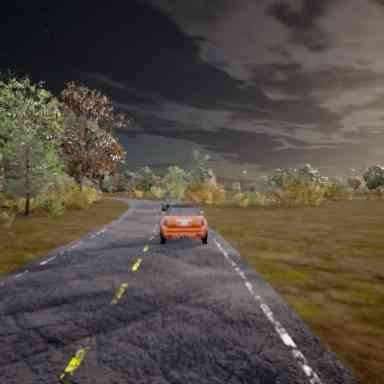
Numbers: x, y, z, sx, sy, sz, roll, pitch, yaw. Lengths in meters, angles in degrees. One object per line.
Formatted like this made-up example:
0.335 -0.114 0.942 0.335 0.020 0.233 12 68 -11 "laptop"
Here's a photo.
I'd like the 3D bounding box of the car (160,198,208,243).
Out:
-0.453 1.359 16.292 2.097 1.767 4.553 0 0 -3 "car"
